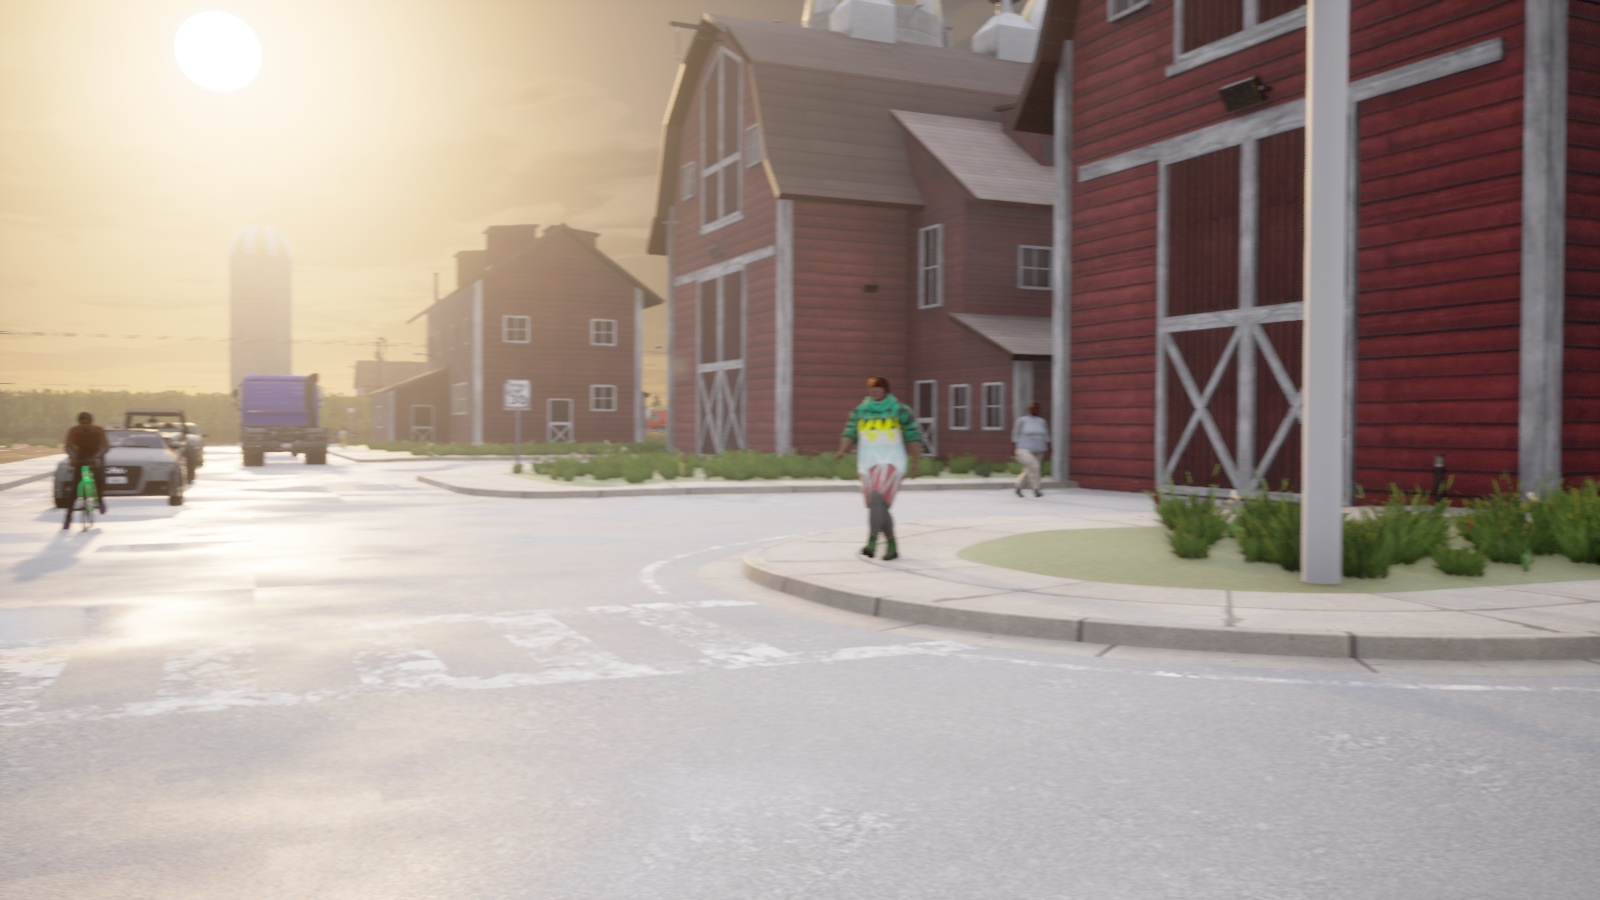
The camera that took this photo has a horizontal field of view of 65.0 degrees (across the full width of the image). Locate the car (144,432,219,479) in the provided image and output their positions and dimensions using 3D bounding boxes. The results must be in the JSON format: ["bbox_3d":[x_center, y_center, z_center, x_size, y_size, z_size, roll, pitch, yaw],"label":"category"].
[{"bbox_3d":[-21.496,0.167,43.793,2.128,1.511,4.902,-1,1,-24],"label":"car"}]

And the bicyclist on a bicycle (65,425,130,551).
[{"bbox_3d":[-9.609,0.479,17.210,0.582,1.620,1.656,-2,2,-24],"label":"bicyclist on a bicycle"}]

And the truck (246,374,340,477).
[{"bbox_3d":[-18.794,-0.859,46.269,2.891,3.462,7.936,-1,1,-24],"label":"truck"}]

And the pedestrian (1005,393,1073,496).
[{"bbox_3d":[4.425,-0.112,23.271,0.874,1.855,0.900,-1,1,-24],"label":"pedestrian"}]

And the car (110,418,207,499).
[{"bbox_3d":[-15.931,0.162,31.349,1.905,1.878,3.866,-1,1,-24],"label":"car"}]

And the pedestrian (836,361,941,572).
[{"bbox_3d":[0.867,0.144,12.175,0.659,1.952,0.873,0,1,31],"label":"pedestrian"}]

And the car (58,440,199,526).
[{"bbox_3d":[-12.311,0.526,23.261,1.994,1.385,4.181,-1,1,-24],"label":"car"}]

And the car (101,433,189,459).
[{"bbox_3d":[-44.201,-0.260,84.788,4.856,1.649,2.033,-1,0,-5],"label":"car"}]
